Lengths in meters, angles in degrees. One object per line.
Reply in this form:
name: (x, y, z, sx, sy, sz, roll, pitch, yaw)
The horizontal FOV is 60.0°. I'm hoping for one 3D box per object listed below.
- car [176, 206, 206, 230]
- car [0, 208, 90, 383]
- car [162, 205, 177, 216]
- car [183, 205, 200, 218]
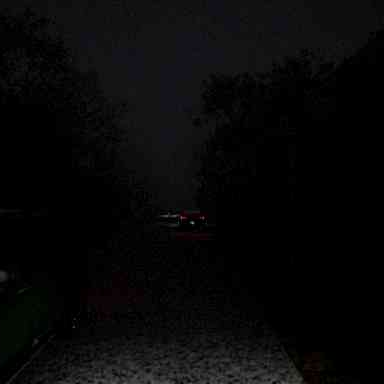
car: (0.023, 1.884, 23.858, 1.812, 1.442, 4.674, 0, -1, 0)
car: (-2.875, 1.254, 3.752, 2.150, 2.045, 5.566, 0, -1, 0)
car: (-3.063, 2.499, 46.132, 2.033, 1.411, 5.357, 0, -2, 0)
car: (-0.081, 2.349, 40.772, 1.994, 1.385, 4.181, 0, -2, 0)
